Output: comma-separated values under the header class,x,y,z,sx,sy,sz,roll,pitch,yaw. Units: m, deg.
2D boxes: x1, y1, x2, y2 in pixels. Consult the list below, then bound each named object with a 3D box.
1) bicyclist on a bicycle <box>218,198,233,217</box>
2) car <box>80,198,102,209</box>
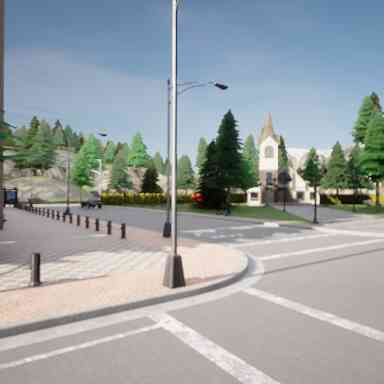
class,x,y,z,sx,sy,sz,roll,pitch,yaw
bicyclist on a bicycle,2.898,1.365,28.411,1.656,1.620,0.582,0,0,-35
car,-13.917,1.554,45.757,1.837,1.490,4.892,0,0,-34
